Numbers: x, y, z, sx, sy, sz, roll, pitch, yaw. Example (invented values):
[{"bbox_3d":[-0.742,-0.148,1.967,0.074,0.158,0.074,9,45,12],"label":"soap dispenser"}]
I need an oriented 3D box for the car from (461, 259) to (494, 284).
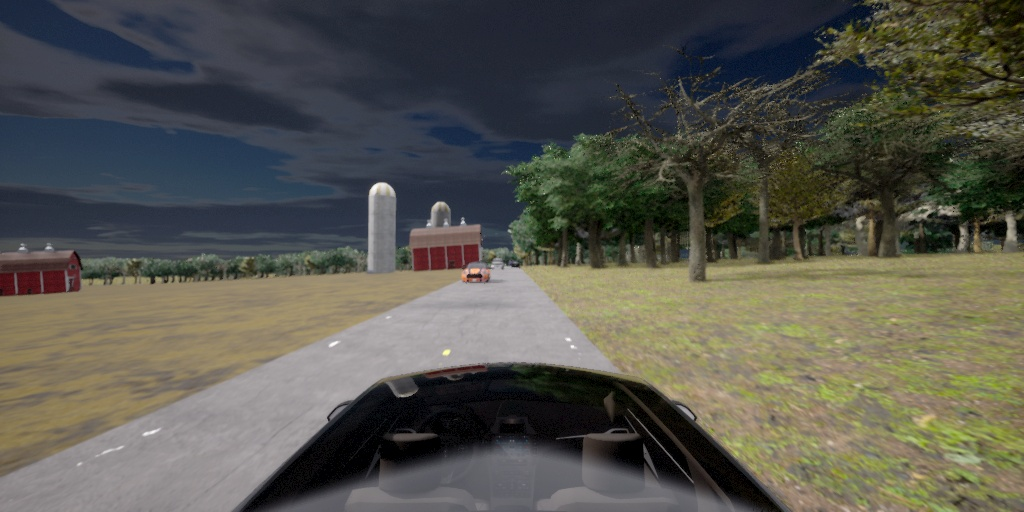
[{"bbox_3d":[-2.858,1.276,29.435,2.097,1.767,4.553,0,0,0],"label":"car"}]
